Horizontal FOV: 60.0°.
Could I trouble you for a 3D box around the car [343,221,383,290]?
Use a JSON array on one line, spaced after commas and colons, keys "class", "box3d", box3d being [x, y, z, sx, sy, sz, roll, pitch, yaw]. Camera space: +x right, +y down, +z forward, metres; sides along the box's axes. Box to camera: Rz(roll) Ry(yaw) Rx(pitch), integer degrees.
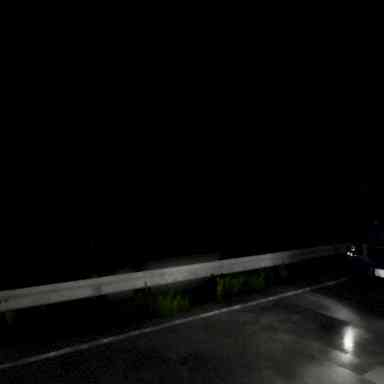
[{"class": "car", "box3d": [6.119, 1.365, 8.352, 5.566, 2.045, 2.150, 2, -1, -36]}]
